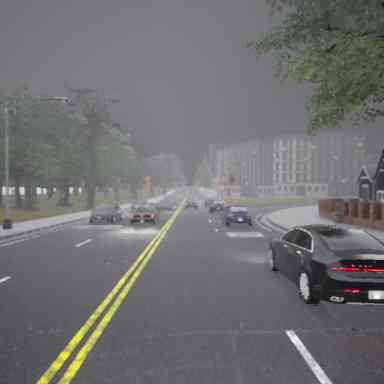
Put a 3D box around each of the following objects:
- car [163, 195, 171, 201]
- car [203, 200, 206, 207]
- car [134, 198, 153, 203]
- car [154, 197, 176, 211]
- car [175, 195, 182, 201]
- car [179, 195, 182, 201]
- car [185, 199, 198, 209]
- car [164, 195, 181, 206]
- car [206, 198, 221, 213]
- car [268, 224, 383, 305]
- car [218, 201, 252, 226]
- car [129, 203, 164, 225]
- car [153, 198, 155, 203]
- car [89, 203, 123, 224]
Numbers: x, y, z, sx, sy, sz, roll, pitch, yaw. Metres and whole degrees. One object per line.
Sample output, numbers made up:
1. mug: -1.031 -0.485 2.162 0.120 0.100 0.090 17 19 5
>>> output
1. car: -6.901 1.697 90.621 1.837 1.490 4.892 0 0 0
2. car: 3.090 1.797 57.919 2.128 1.511 4.902 0 0 0
3. car: -6.795 1.725 43.885 2.128 1.511 4.902 0 0 0
4. car: -3.547 1.746 44.290 1.837 1.490 4.892 0 0 0
5. car: -3.655 1.670 91.640 1.882 1.535 5.008 0 0 0
6. car: -3.588 1.780 76.208 1.837 1.490 4.892 0 0 0
7. car: -0.129 1.825 51.302 2.033 1.411 5.357 0 0 0
8. car: -3.584 1.803 60.997 1.837 1.490 4.892 0 0 0
9. car: 3.061 1.750 40.994 1.812 1.442 4.674 0 0 0
10. car: 3.208 1.559 8.208 1.837 1.490 4.892 0 0 0
11. car: 3.239 1.677 24.601 1.812 1.442 4.674 0 0 0
12. car: -3.466 1.739 25.163 1.895 1.301 4.718 0 0 0
13. car: -6.834 1.818 60.275 1.812 1.442 4.674 0 0 0
14. car: -6.721 1.645 26.426 1.837 1.490 4.892 0 0 0
